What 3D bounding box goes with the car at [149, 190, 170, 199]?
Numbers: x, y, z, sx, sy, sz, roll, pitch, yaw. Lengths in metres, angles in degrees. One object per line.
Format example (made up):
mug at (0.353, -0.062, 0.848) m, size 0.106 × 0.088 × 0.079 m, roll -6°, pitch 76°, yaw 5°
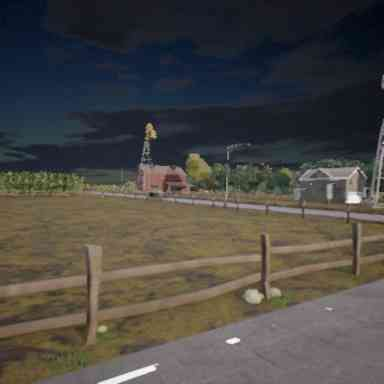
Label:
car at (-5.738, 0.428, 58.378) m, size 1.882 × 1.535 × 5.008 m, roll 1°, pitch 1°, yaw -35°
